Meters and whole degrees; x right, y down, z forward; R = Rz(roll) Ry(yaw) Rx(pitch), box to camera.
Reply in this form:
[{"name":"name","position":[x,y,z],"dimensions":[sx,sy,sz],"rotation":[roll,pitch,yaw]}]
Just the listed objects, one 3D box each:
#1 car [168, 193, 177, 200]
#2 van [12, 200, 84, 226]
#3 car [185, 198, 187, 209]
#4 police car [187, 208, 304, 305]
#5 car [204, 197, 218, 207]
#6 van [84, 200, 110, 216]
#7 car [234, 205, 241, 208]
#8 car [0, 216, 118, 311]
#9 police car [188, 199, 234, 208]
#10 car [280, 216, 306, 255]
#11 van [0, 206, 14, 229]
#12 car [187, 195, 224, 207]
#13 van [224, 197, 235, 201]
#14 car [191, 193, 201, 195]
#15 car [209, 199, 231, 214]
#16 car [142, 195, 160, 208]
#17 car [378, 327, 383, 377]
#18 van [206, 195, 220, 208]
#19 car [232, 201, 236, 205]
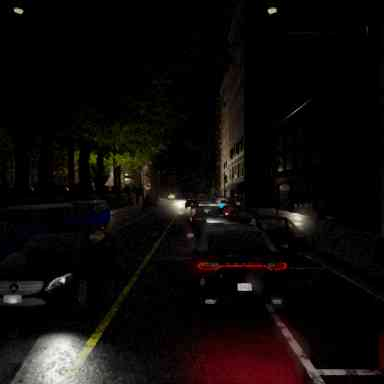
[{"name":"car","position":[-5.638,1.402,89.990],"dimensions":[1.752,1.417,4.829],"rotation":[0,0,0]},{"name":"van","position":[-5.665,1.338,12.523],"dimensions":[1.690,1.788,3.998],"rotation":[0,0,0]},{"name":"car","position":[0.032,1.527,45.330],"dimensions":[1.994,1.385,4.181],"rotation":[0,0,0]},{"name":"police car","position":[0.904,1.424,8.289],"dimensions":[1.930,1.638,5.238],"rotation":[0,0,0]},{"name":"car","position":[2.875,1.518,52.169],"dimensions":[1.947,1.339,4.313],"rotation":[0,0,0]},{"name":"van","position":[-5.663,1.334,18.181],"dimensions":[1.690,1.788,3.998],"rotation":[0,0,0]},{"name":"car","position":[2.863,1.575,18.206],"dimensions":[1.802,1.307,4.206],"rotation":[0,0,0]},{"name":"car","position":[-2.995,1.524,7.877],"dimensions":[1.812,1.442,4.674],"rotation":[0,0,0]},{"name":"police car","position":[0.908,1.418,18.288],"dimensions":[1.930,1.638,5.238],"rotation":[0,0,0]},{"name":"car","position":[2.861,1.541,12.545],"dimensions":[1.887,1.381,4.507],"rotation":[0,0,0]},{"name":"van","position":[-5.667,1.340,6.865],"dimensions":[1.690,1.788,3.998],"rotation":[0,0,0]},{"name":"car","position":[0.909,1.339,24.148],"dimensions":[2.097,1.767,4.553],"rotation":[0,0,0]},{"name":"van","position":[2.866,1.324,29.526],"dimensions":[1.690,1.788,3.998],"rotation":[0,0,0]},{"name":"car","position":[0.021,1.431,58.733],"dimensions":[2.128,1.511,4.902],"rotation":[0,0,0]},{"name":"car","position":[2.869,1.522,35.187],"dimensions":[1.887,1.381,4.507],"rotation":[0,0,0]},{"name":"car","position":[-5.652,1.276,46.471],"dimensions":[2.192,1.841,5.009],"rotation":[0,0,0]},{"name":"car","position":[2.856,1.315,1.224],"dimensions":[2.192,1.841,5.009],"rotation":[0,0,0]},{"name":"van","position":[2.873,1.302,46.508],"dimensions":[1.690,1.788,3.998],"rotation":[0,0,0]},{"name":"car","position":[2.865,1.570,23.866],"dimensions":[1.802,1.307,4.206],"rotation":[0,0,0]}]
